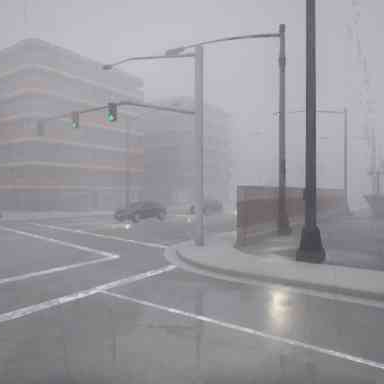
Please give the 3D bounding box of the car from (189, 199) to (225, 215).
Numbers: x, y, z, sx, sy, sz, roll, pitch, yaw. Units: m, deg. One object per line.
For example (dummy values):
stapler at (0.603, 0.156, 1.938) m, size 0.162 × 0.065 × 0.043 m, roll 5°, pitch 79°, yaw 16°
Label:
car at (1.626, 1.505, 34.455) m, size 1.837 × 1.490 × 4.892 m, roll 0°, pitch 0°, yaw 35°

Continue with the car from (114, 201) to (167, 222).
car at (-3.966, 1.505, 26.333) m, size 1.837 × 1.490 × 4.892 m, roll 0°, pitch 0°, yaw 35°
